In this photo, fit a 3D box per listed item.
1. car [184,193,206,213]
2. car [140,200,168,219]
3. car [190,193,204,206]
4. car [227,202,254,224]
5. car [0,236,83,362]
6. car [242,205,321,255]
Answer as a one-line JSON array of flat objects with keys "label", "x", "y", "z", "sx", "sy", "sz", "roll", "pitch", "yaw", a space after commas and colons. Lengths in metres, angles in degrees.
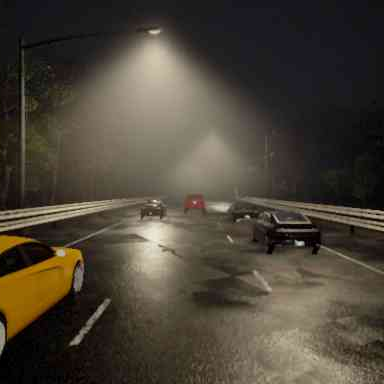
[{"label": "car", "x": 0.320, "y": 1.175, "z": 36.408, "sx": 2.150, "sy": 2.045, "sz": 5.566, "roll": 0, "pitch": 0, "yaw": 1}, {"label": "car", "x": -3.202, "y": 1.457, "z": 28.508, "sx": 2.128, "sy": 1.511, "sz": 4.902, "roll": 0, "pitch": 0, "yaw": 1}, {"label": "car", "x": 0.845, "y": 1.146, "z": 56.153, "sx": 2.150, "sy": 2.045, "sz": 5.566, "roll": 0, "pitch": 0, "yaw": 1}, {"label": "car", "x": 3.639, "y": 1.450, "z": 24.265, "sx": 1.882, "sy": 1.535, "sz": 5.008, "roll": 0, "pitch": 0, "yaw": 1}, {"label": "car", "x": -3.385, "y": 1.471, "z": 5.562, "sx": 1.882, "sy": 1.535, "sz": 5.008, "roll": 0, "pitch": 0, "yaw": 0}, {"label": "car", "x": 3.542, "y": 1.478, "z": 13.311, "sx": 2.128, "sy": 1.511, "sz": 4.902, "roll": 0, "pitch": 0, "yaw": 0}]
